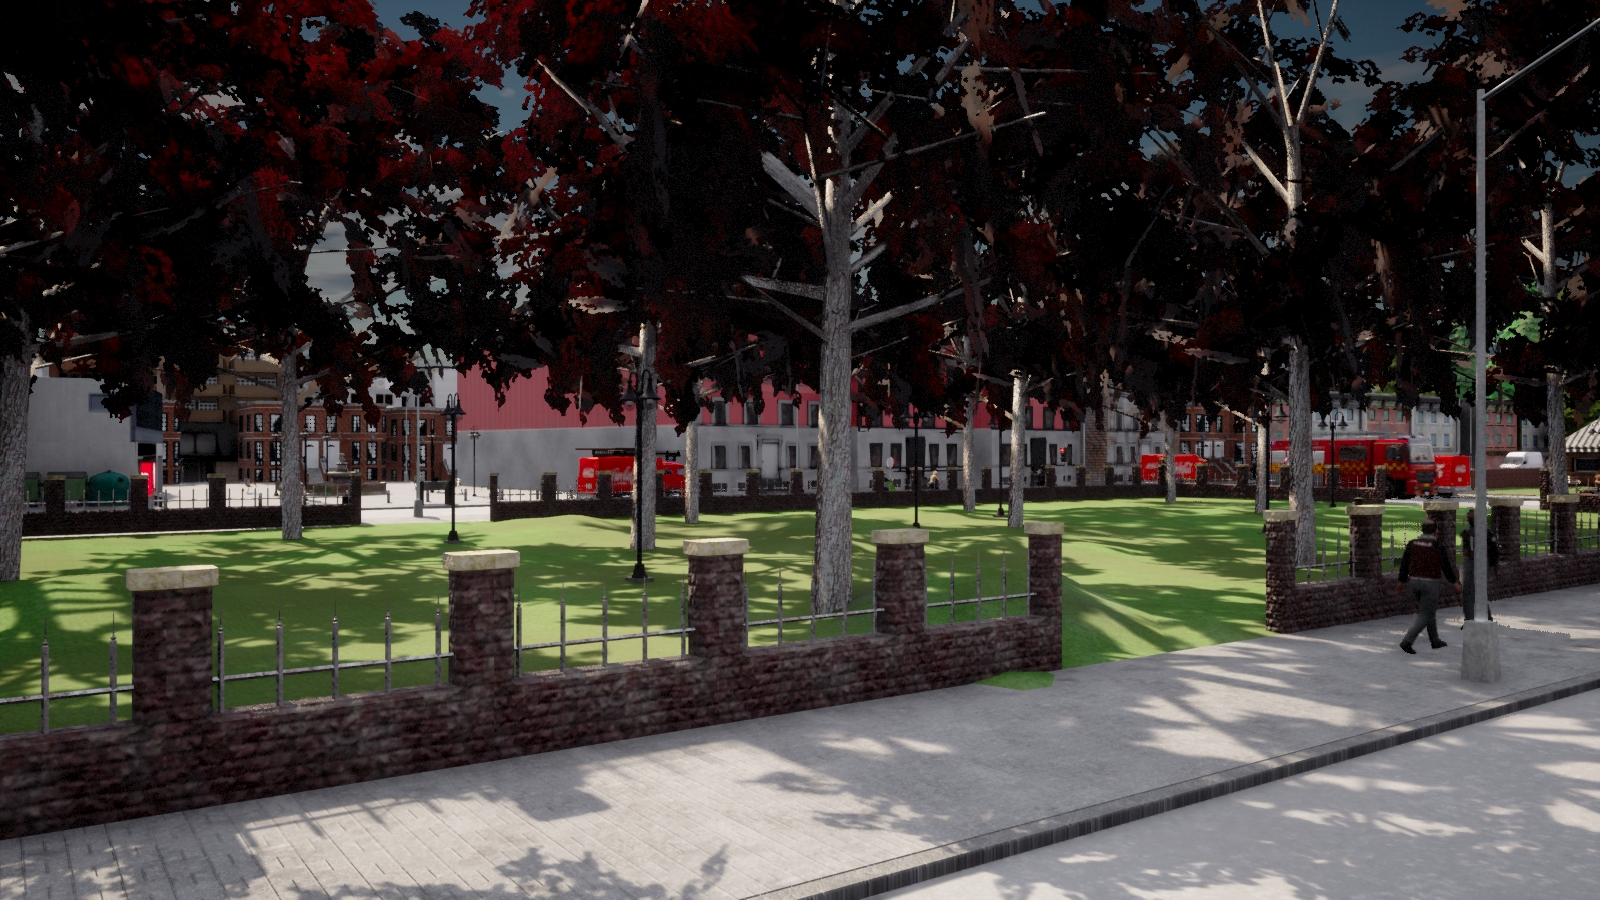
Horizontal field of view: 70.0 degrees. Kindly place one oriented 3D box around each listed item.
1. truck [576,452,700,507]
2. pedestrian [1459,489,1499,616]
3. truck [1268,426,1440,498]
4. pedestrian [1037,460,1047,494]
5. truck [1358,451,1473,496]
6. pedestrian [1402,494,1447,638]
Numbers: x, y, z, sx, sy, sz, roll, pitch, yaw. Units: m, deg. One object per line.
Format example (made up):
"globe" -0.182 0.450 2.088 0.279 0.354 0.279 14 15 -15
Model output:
"truck" -7.685 1.337 54.311 5.204 2.467 2.627 0 0 -35
"pedestrian" 10.179 1.517 17.132 0.375 1.860 0.375 0 0 -32
"truck" 31.349 0.645 65.063 2.891 3.827 8.468 0 0 -36
"pedestrian" 13.373 1.505 63.193 0.375 1.860 0.375 0 0 -34
"truck" 35.433 1.323 65.895 2.627 2.467 5.204 0 0 -35
"pedestrian" 8.265 1.516 15.125 0.375 1.860 0.375 0 0 -27
